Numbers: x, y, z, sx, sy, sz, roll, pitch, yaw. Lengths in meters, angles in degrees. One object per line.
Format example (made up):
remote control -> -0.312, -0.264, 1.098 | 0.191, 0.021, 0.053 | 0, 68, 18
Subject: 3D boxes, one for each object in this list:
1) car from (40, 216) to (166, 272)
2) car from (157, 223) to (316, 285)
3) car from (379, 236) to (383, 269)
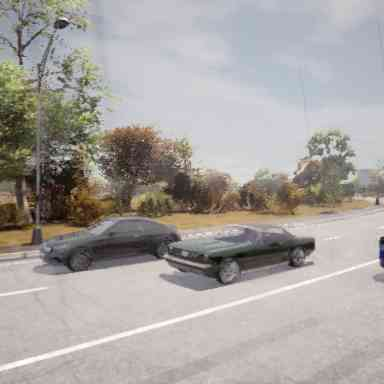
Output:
car -> -2.482, 1.551, 11.042 | 4.674, 1.442, 1.812 | 0, 0, -38
car -> 1.547, 1.618, 9.718 | 4.718, 1.301, 1.895 | 0, 0, -39
car -> 7.209, 1.487, 9.626 | 5.008, 1.535, 1.882 | 0, 0, -40
